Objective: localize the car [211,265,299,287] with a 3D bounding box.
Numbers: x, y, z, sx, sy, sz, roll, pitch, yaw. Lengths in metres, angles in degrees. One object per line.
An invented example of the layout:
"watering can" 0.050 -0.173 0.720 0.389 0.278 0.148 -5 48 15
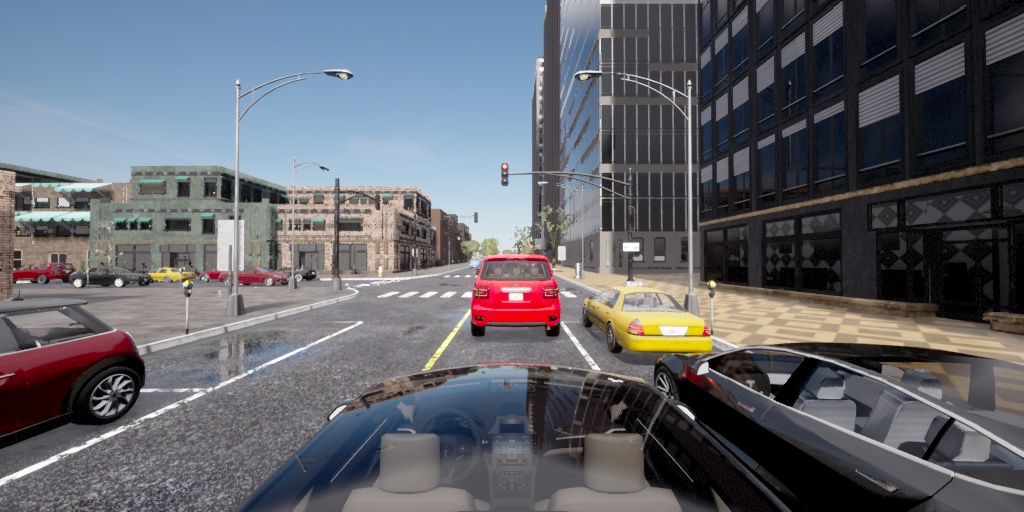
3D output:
"car" -18.308 1.419 25.651 4.674 1.442 1.812 -1 -1 1

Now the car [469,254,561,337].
"car" 0.083 0.975 10.465 2.150 2.045 5.566 0 0 0

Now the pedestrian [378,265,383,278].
"pedestrian" -12.608 1.399 34.328 0.375 1.300 0.375 0 0 1

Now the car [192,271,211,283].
"car" -25.017 1.489 31.509 4.097 1.591 1.967 0 0 1

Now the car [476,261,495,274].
"car" -3.182 1.313 43.973 2.033 1.411 5.357 0 0 0

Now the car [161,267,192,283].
"car" -30.735 1.627 31.570 4.829 1.417 1.751 0 0 1

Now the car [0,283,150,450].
"car" -5.692 1.190 2.814 1.967 1.591 4.097 0 0 0

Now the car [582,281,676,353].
"car" 2.815 1.277 8.589 1.751 1.417 4.829 0 0 0

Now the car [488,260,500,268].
"car" -3.177 1.375 64.455 1.895 1.301 4.718 0 0 0

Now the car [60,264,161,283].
"car" -28.713 1.497 25.769 4.892 1.490 1.837 -1 -1 1

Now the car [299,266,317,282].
"car" -19.470 1.562 31.448 4.313 1.339 1.948 0 0 1

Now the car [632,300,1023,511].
"car" 2.656 1.316 2.776 1.948 1.339 4.313 0 0 0

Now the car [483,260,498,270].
"car" -3.195 1.317 54.160 2.033 1.411 5.357 0 0 0

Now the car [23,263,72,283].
"car" -41.661 1.522 31.688 5.009 1.841 2.192 0 0 1

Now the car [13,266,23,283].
"car" -39.538 1.642 25.892 5.357 1.411 2.033 0 -1 1
